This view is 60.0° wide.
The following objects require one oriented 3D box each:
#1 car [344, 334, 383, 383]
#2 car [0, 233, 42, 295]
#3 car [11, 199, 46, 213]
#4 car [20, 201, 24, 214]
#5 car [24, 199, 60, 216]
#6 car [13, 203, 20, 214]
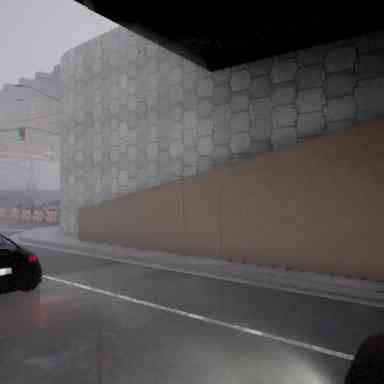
[{"bbox_3d":[3.531,1.548,1.469,5.357,1.411,2.033,0,0,36],"label":"car"},{"bbox_3d":[-5.394,1.564,7.809,4.181,1.385,1.994,0,0,36],"label":"car"},{"bbox_3d":[-15.808,1.295,32.451,1.853,1.218,4.536,0,0,-9],"label":"car"},{"bbox_3d":[-12.110,1.453,29.638,4.974,1.542,2.038,0,0,1],"label":"car"},{"bbox_3d":[-12.058,1.295,29.638,4.536,1.218,1.853,0,0,1],"label":"car"},{"bbox_3d":[-15.799,1.453,32.400,2.038,1.542,4.974,0,0,-9],"label":"car"}]
